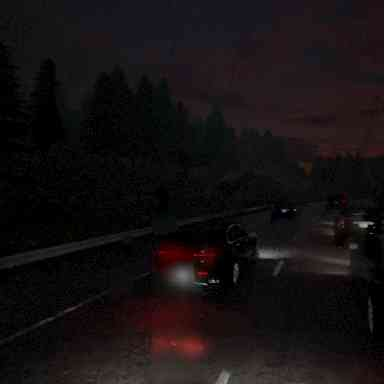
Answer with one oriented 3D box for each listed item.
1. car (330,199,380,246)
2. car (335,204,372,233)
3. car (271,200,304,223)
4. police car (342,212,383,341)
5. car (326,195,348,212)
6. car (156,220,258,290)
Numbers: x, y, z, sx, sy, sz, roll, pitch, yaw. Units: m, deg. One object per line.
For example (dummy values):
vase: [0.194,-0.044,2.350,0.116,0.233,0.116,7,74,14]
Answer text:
car: [7.650,1.374,15.287,2.097,1.767,4.553,-1,-1,22]
car: [9.920,1.563,20.753,1.812,1.442,4.674,-1,-1,23]
car: [7.759,1.468,26.838,2.097,1.767,4.553,-1,-1,24]
police car: [4.155,1.422,6.264,1.930,1.638,5.238,-1,0,20]
car: [17.297,1.315,39.641,2.150,2.045,5.566,-1,0,25]
car: [0.665,1.574,9.491,1.837,1.490,4.892,-1,-1,21]
